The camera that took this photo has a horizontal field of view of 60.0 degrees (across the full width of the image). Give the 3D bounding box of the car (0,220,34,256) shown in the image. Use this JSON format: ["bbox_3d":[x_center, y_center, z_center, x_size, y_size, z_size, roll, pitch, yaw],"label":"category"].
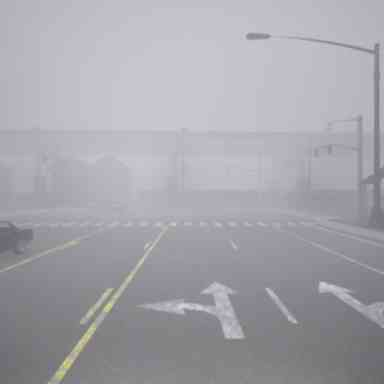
[{"bbox_3d":[-7.078,1.600,10.708,1.895,1.301,4.718,0,0,0],"label":"car"}]

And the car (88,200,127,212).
[{"bbox_3d":[-10.006,1.595,39.222,4.718,1.301,1.895,0,0,31],"label":"car"}]
